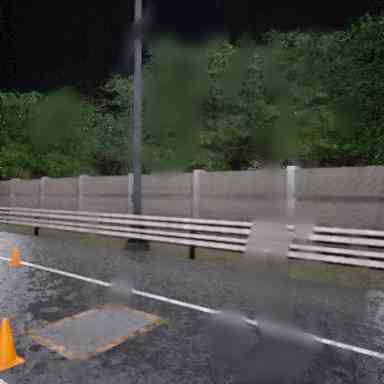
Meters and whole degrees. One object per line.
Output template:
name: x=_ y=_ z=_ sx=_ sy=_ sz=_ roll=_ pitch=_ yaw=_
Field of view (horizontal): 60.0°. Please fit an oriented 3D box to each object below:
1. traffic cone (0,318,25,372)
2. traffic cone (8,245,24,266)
traffic cone: x=-2.435 y=1.947 z=4.350 sx=0.340 sy=0.580 sz=0.340 roll=0 pitch=0 yaw=36
traffic cone: x=-5.475 y=1.948 z=10.330 sx=0.340 sy=0.580 sz=0.340 roll=0 pitch=0 yaw=36
